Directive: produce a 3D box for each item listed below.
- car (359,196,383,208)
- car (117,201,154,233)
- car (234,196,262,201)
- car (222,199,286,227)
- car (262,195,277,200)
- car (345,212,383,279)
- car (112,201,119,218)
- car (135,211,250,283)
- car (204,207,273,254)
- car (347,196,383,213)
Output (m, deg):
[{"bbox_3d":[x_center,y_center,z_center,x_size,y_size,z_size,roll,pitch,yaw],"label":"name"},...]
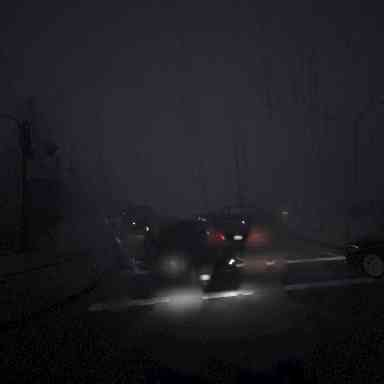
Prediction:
[{"bbox_3d":[23.893,1.273,43.200,1.845,1.501,3.633,0,0,-17],"label":"car"},{"bbox_3d":[-3.106,1.529,19.950,2.033,1.411,5.357,0,0,-17],"label":"car"},{"bbox_3d":[7.347,1.287,46.166,2.007,1.523,4.514,0,0,-17],"label":"car"},{"bbox_3d":[2.845,1.467,19.898,5.357,1.411,2.033,-3,1,-15],"label":"car"},{"bbox_3d":[10.335,1.277,47.123,2.152,1.636,5.027,0,0,-17],"label":"car"},{"bbox_3d":[6.532,1.475,8.247,5.008,1.535,1.882,0,0,39],"label":"car"},{"bbox_3d":[-6.269,1.515,30.101,2.033,1.411,5.357,0,0,-17],"label":"car"},{"bbox_3d":[-0.370,1.543,10.116,2.033,1.411,5.357,0,0,-15],"label":"car"},{"bbox_3d":[1.349,1.538,13.396,2.033,1.411,5.357,0,0,-4],"label":"car"},{"bbox_3d":[15.588,1.356,29.211,1.970,1.475,3.806,0,0,-17],"label":"car"}]
